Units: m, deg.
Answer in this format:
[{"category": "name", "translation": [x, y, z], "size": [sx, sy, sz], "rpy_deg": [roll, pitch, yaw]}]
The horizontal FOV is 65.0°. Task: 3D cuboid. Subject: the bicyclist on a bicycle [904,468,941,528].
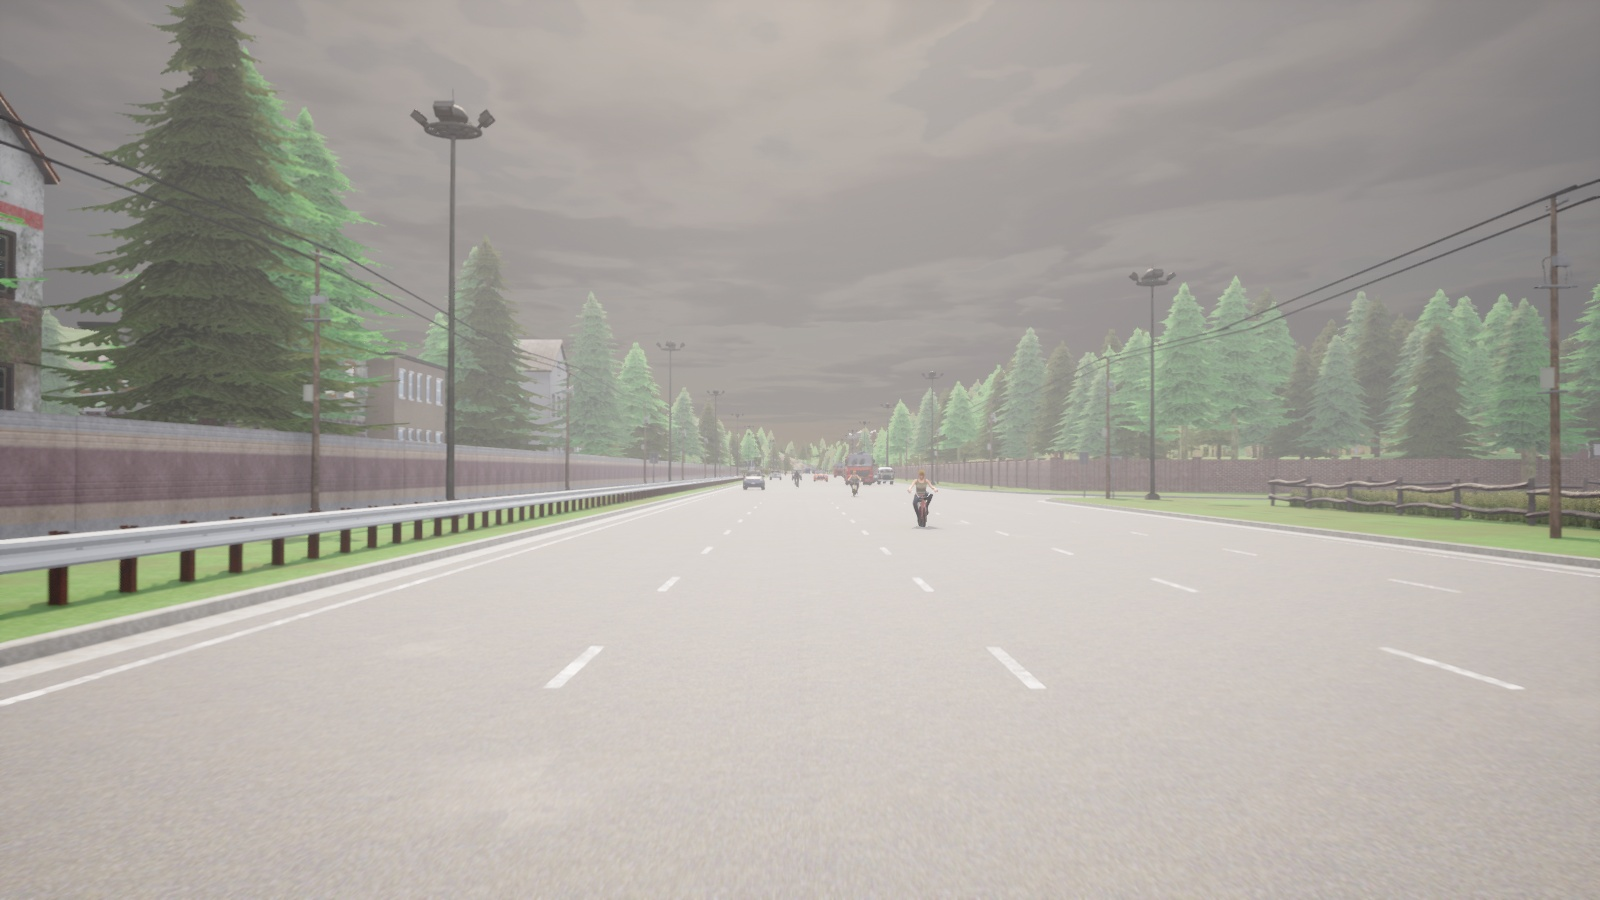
[{"category": "bicyclist on a bicycle", "translation": [3.411, 1.323, 34.979], "size": [0.866, 1.612, 1.509], "rpy_deg": [0, -1, 0]}]
